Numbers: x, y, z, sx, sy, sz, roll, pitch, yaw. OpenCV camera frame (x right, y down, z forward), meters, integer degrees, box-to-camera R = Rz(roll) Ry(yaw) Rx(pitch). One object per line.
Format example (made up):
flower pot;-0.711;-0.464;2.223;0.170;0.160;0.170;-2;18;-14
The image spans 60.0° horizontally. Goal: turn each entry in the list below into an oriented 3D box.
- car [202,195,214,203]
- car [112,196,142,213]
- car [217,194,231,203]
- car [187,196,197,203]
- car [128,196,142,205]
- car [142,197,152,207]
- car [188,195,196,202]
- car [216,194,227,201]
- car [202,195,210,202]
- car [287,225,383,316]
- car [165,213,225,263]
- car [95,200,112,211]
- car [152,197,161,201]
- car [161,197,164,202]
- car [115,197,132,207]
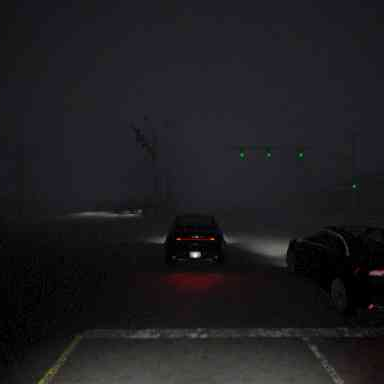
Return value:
car;3.503;1.379;71.518;2.097;1.767;4.553;0;0;0
car;-7.098;1.541;36.683;1.812;1.442;4.674;0;0;0
car;7.003;1.374;70.054;2.097;1.767;4.553;0;0;0
car;0.005;1.539;68.945;2.128;1.511;4.902;0;0;0
car;-10.498;1.547;61.851;1.812;1.442;4.674;0;0;0
car;-7.087;1.618;45.784;1.895;1.301;4.718;0;0;0
car;0.003;1.565;79.250;2.033;1.411;5.357;0;0;0
car;7.003;1.269;79.224;2.097;1.767;4.553;0;0;0
car;3.504;1.526;81.799;1.837;1.490;4.892;0;0;1
car;3.596;1.499;7.509;2.128;1.511;4.902;0;0;0
car;0.098;1.515;11.904;1.837;1.490;4.892;0;0;0
car;-10.594;1.617;41.391;1.895;1.301;4.718;0;0;0
car;-7.019;1.568;57.156;2.033;1.411;5.357;0;0;0
car;-6.997;1.609;69.748;1.895;1.301;4.718;0;0;0
car;-10.560;1.545;51.566;1.812;1.442;4.674;0;0;-1
